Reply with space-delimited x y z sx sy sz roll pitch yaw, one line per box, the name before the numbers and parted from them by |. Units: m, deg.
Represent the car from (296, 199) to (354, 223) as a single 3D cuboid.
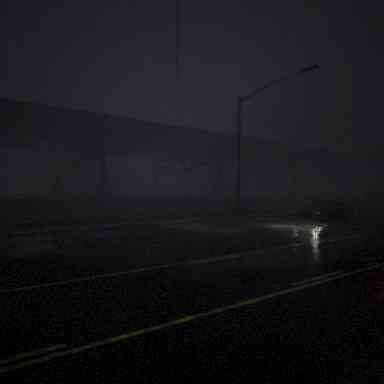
car | 9.506 1.301 23.661 5.008 1.535 1.882 -1 0 -35
